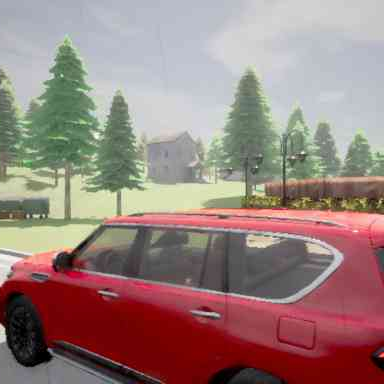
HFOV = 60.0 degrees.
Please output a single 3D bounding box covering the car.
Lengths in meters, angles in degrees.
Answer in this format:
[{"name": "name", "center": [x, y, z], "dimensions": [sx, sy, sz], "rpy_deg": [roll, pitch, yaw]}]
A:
[{"name": "car", "center": [-0.139, 1.219, 4.089], "dimensions": [5.566, 2.045, 2.150], "rpy_deg": [0, 0, 36]}]
